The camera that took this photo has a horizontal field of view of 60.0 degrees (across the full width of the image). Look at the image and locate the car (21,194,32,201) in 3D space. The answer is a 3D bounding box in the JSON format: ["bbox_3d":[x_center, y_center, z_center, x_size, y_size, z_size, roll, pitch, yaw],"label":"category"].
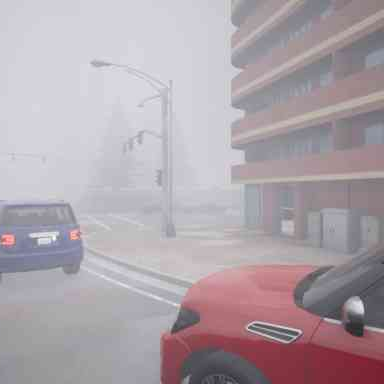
[{"bbox_3d":[-40.312,1.355,81.153,2.097,1.767,4.553,0,0,-23],"label":"car"}]

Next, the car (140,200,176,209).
[{"bbox_3d":[-3.311,1.581,36.195,4.674,1.442,1.812,0,0,-22],"label":"car"}]

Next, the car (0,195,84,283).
[{"bbox_3d":[-4.965,1.221,9.841,2.150,2.045,5.566,0,0,-36],"label":"car"}]

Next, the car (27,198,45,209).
[{"bbox_3d":[-22.422,1.547,47.897,2.033,1.411,5.357,0,0,-22],"label":"car"}]

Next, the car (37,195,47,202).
[{"bbox_3d":[-35.789,1.478,79.439,1.882,1.535,5.008,0,0,-23],"label":"car"}]

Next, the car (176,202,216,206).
[{"bbox_3d":[1.142,1.656,34.270,4.718,1.301,1.895,0,0,-22],"label":"car"}]

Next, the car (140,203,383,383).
[{"bbox_3d":[2.322,1.221,2.472,5.566,2.045,2.150,0,0,36],"label":"car"}]

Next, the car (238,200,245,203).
[{"bbox_3d":[7.071,1.533,40.511,5.008,1.535,1.882,-1,0,-22],"label":"car"}]
